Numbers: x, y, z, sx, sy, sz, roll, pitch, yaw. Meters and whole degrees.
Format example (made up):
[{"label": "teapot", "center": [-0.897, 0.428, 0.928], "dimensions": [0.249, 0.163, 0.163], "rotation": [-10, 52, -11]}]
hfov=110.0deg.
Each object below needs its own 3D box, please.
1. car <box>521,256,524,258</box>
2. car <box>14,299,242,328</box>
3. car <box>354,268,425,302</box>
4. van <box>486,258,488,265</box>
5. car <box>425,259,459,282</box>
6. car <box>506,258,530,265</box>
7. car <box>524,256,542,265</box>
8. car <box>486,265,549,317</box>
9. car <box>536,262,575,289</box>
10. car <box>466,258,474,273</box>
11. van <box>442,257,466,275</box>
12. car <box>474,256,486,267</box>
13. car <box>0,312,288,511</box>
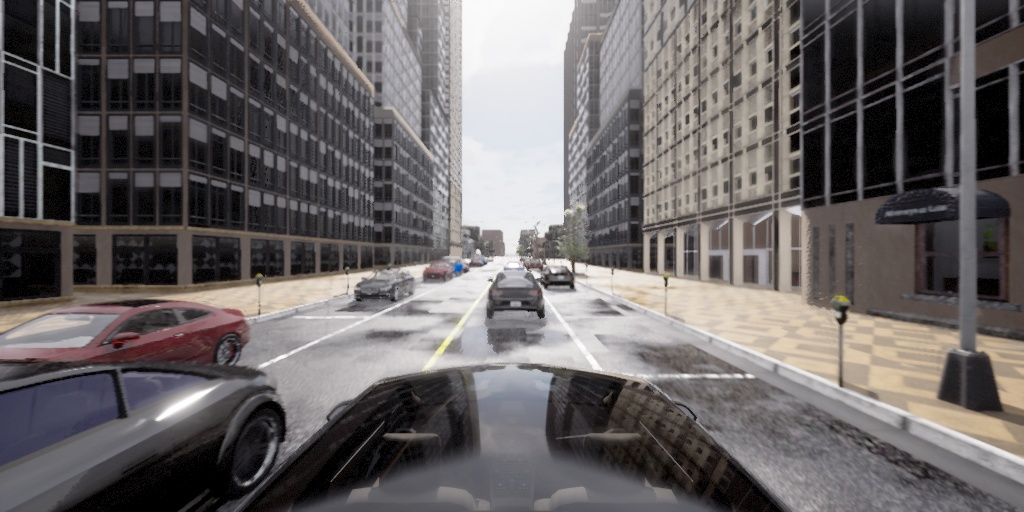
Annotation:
[{"label": "car", "center": [2.811, 1.003, 62.085], "dimensions": [1.751, 1.417, 4.829], "rotation": [0, 0, 0]}, {"label": "car", "center": [-5.685, 1.317, 5.023], "dimensions": [1.802, 1.307, 4.207], "rotation": [0, 0, 0]}, {"label": "car", "center": [-5.662, 1.237, 16.409], "dimensions": [2.007, 1.370, 4.403], "rotation": [0, 0, 0]}, {"label": "van", "center": [-5.570, 0.817, 61.947], "dimensions": [1.690, 1.789, 3.998], "rotation": [0, 0, 0]}, {"label": "car", "center": [-5.639, 1.181, 27.793], "dimensions": [1.888, 1.381, 4.507], "rotation": [0, 0, 0]}, {"label": "car", "center": [0.157, 1.173, 30.345], "dimensions": [2.033, 1.411, 5.357], "rotation": [0, 0, 0]}, {"label": "car", "center": [2.776, 1.000, 44.838], "dimensions": [1.967, 1.591, 4.097], "rotation": [0, 0, 0]}, {"label": "car", "center": [0.106, 1.229, 12.753], "dimensions": [1.812, 1.442, 4.674], "rotation": [0, 0, 0]}, {"label": "car", "center": [2.730, 1.229, 22.072], "dimensions": [1.948, 1.339, 4.313], "rotation": [0, 0, 0]}, {"label": "car", "center": [-5.616, 1.167, 39.178], "dimensions": [1.802, 1.307, 4.207], "rotation": [0, 0, 0]}, {"label": "van", "center": [-5.628, 0.951, 33.486], "dimensions": [1.690, 1.789, 3.998], "rotation": [0, 0, 0]}, {"label": "car", "center": [-5.582, 0.944, 56.254], "dimensions": [1.967, 1.591, 4.097], "rotation": [0, 0, 0]}, {"label": "car", "center": [-3.102, 1.314, 1.647], "dimensions": [1.994, 1.385, 4.181], "rotation": [0, 0, 0]}]
